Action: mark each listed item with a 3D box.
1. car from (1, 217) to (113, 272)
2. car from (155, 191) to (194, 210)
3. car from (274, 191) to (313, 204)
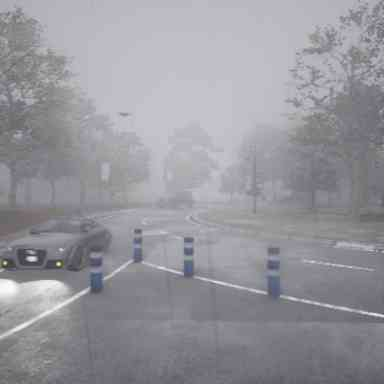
[{"bbox_3d":[-3.966,1.513,10.515,1.994,1.385,4.181,0,0,4],"label":"car"},{"bbox_3d":[-1.891,0.911,38.087,2.150,2.045,5.566,0,0,33],"label":"car"},{"bbox_3d":[14.855,0.841,48.579,5.566,2.045,2.150,0,1,-6],"label":"car"}]
